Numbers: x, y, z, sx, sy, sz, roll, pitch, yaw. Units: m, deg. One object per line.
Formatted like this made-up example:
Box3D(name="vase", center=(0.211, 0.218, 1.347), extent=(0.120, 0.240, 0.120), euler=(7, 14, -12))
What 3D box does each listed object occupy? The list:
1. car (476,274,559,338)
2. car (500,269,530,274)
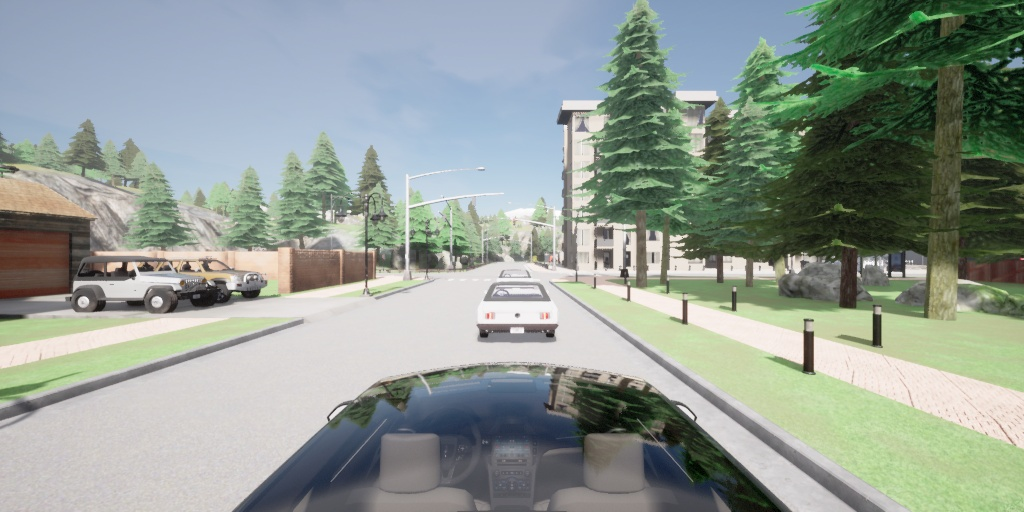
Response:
Box3D(name="car", center=(0.131, 1.351, 10.148), extent=(1.895, 1.301, 4.718), euler=(0, 0, 0))
Box3D(name="car", center=(0.160, 1.351, 19.316), extent=(1.895, 1.301, 4.718), euler=(0, 0, 0))
